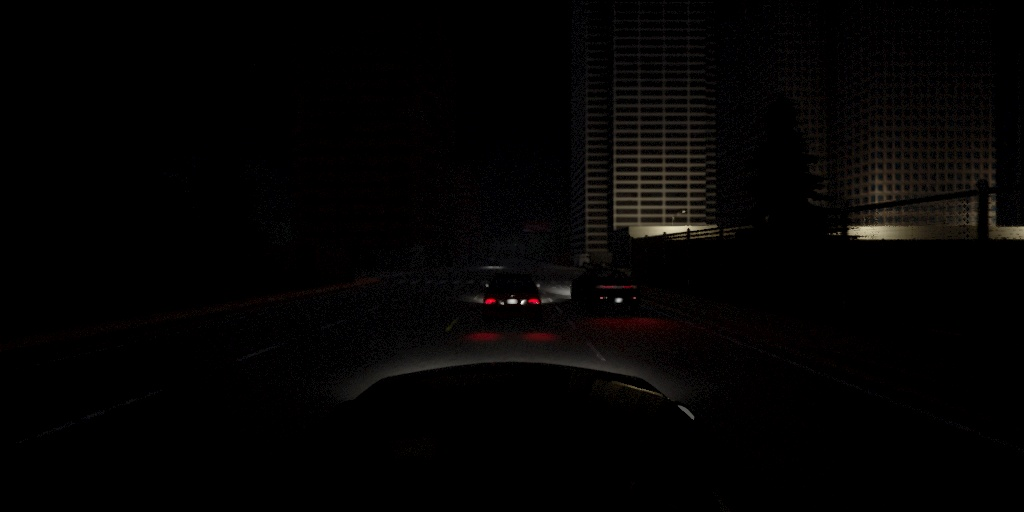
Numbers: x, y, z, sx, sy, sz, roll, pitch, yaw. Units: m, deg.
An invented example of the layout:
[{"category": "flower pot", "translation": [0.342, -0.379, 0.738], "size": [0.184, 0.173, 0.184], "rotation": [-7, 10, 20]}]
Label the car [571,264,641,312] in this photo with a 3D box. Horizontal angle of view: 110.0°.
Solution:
[{"category": "car", "translation": [3.543, 1.248, 14.251], "size": [2.128, 1.511, 4.902], "rotation": [0, 0, 1]}]

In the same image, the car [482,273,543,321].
[{"category": "car", "translation": [0.023, 1.304, 12.366], "size": [2.033, 1.411, 5.357], "rotation": [0, 0, 0]}]
